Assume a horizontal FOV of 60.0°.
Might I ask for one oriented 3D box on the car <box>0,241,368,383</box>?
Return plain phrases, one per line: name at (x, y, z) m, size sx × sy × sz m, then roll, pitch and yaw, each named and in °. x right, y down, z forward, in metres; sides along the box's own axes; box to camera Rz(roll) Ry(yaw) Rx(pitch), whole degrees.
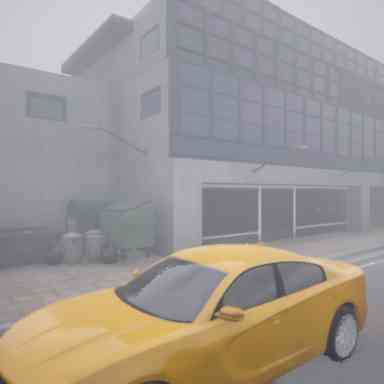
car at (0.336, 1.477, 4.285) m, size 5.008 × 1.535 × 1.882 m, roll 0°, pitch 0°, yaw -37°
